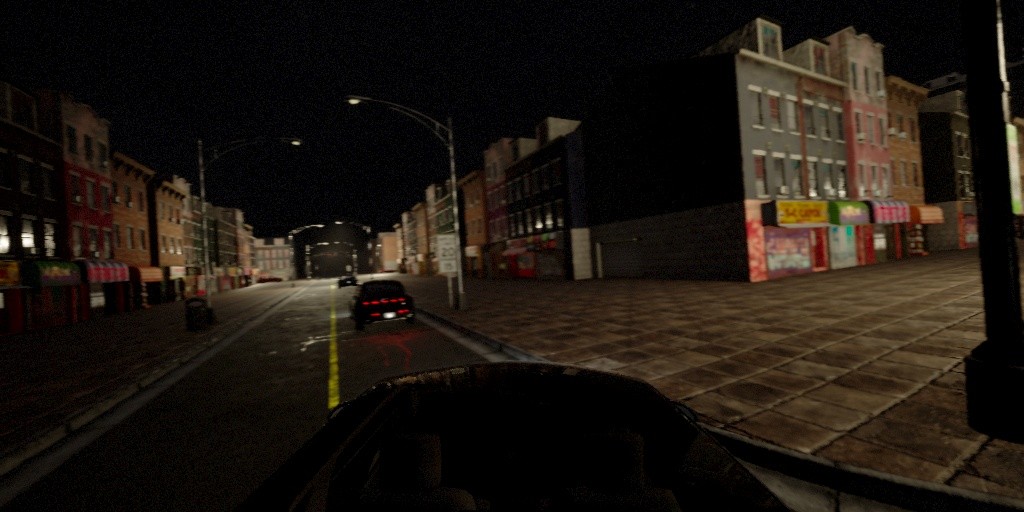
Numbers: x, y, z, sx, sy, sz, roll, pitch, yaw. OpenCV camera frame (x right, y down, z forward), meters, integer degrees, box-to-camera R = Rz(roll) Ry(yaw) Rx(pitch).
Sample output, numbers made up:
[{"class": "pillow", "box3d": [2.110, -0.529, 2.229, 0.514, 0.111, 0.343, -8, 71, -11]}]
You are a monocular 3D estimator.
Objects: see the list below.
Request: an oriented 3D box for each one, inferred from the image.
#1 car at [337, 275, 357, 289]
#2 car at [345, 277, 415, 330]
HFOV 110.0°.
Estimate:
[{"class": "car", "box3d": [-17.730, 2.727, 38.738, 1.994, 1.385, 4.181, -4, 0, -26]}, {"class": "car", "box3d": [-4.849, 1.639, 13.077, 1.837, 1.490, 4.892, -4, 0, -27]}]
